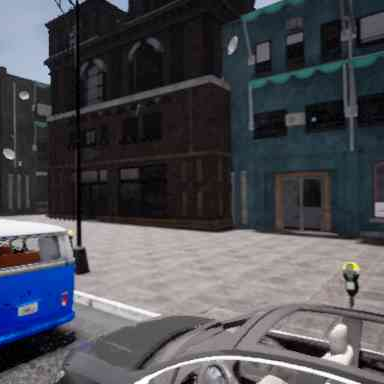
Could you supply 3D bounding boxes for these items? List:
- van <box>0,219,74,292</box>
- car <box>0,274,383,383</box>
[{"bbox_3d":[-3.689,1.330,5.538,3.998,1.788,1.690,0,-1,36],"label":"van"},{"bbox_3d":[0.763,1.550,2.347,4.403,1.369,2.008,0,-1,36],"label":"car"}]
